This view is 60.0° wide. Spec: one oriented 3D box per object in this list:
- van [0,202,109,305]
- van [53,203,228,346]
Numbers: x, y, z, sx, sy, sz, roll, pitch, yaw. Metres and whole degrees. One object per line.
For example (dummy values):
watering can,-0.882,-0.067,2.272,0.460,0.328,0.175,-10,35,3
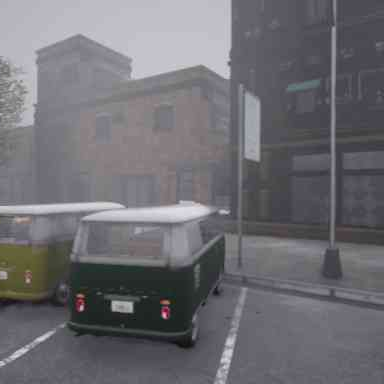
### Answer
van,-2.942,1.257,8.081,1.878,1.987,4.442,0,-1,13
van,-0.423,1.256,6.450,1.878,1.987,4.442,0,-1,13
